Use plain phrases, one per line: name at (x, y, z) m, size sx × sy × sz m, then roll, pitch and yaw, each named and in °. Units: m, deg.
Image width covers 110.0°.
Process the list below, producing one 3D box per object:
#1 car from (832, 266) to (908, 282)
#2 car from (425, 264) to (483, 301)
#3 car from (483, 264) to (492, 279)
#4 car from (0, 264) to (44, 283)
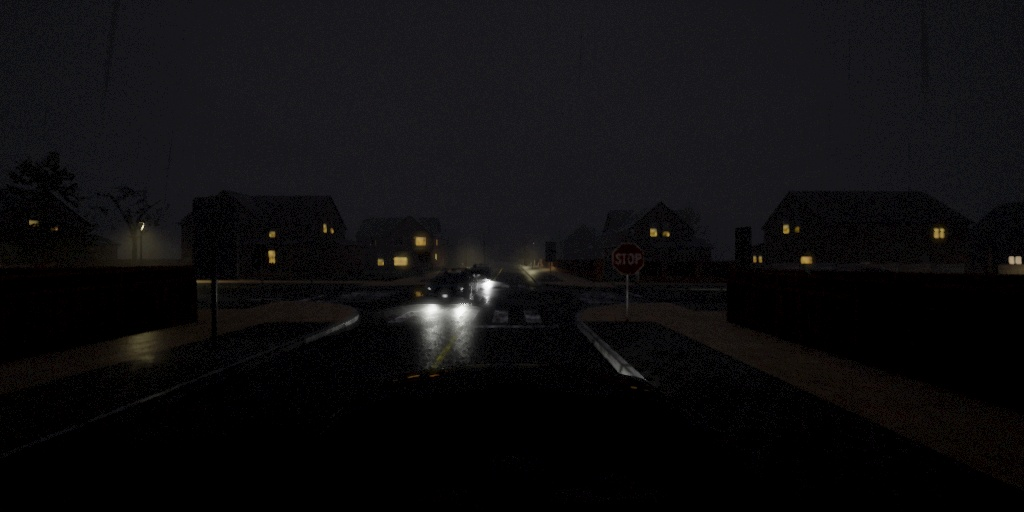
car at (18.394, 1.319, 19.321) m, size 5.008 × 1.535 × 1.882 m, roll 0°, pitch 0°, yaw 0°
car at (-2.804, 1.274, 17.661) m, size 2.033 × 1.411 × 5.357 m, roll 0°, pitch 0°, yaw 0°
car at (-2.864, 1.351, 33.112) m, size 1.895 × 1.301 × 4.718 m, roll 0°, pitch 0°, yaw 0°
car at (-22.325, 1.130, 16.113) m, size 4.902 × 1.511 × 2.128 m, roll 0°, pitch 0°, yaw 0°
